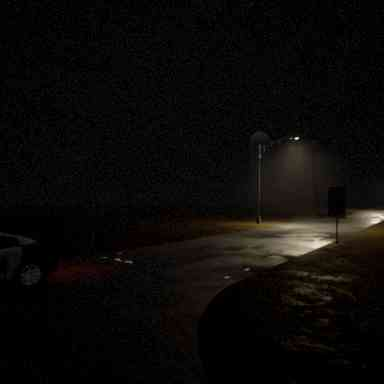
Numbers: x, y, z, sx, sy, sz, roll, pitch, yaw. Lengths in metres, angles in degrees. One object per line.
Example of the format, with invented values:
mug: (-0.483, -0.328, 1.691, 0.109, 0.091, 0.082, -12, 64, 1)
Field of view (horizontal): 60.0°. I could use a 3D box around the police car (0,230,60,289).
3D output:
police car: (-5.670, 1.563, 7.587, 1.930, 1.638, 5.238, 0, -1, 36)
